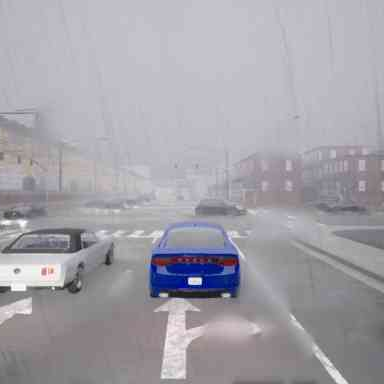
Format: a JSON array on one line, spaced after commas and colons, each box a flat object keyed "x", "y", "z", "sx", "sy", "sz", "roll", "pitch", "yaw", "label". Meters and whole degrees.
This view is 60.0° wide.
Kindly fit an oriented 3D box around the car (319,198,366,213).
[{"x": 16.524, "y": 1.564, "z": 36.010, "sx": 4.181, "sy": 1.385, "sz": 1.994, "roll": 0, "pitch": 0, "yaw": 0, "label": "car"}]

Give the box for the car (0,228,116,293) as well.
[{"x": -3.413, "y": 1.601, "z": 8.816, "sx": 1.895, "sy": 1.301, "sz": 4.718, "roll": 0, "pitch": 0, "yaw": 0, "label": "car"}]

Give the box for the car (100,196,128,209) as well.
[{"x": -10.518, "y": 1.506, "z": 45.188, "sx": 1.837, "sy": 1.490, "sz": 4.892, "roll": 0, "pitch": 0, "yaw": 0, "label": "car"}]

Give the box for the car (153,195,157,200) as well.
[{"x": -10.346, "y": 1.433, "z": 86.896, "sx": 1.812, "sy": 1.442, "sz": 4.674, "roll": 0, "pitch": 0, "yaw": 0, "label": "car"}]

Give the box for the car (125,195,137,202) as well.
[{"x": -13.866, "y": 1.524, "z": 75.775, "sx": 1.812, "sy": 1.442, "sz": 4.674, "roll": 0, "pitch": 0, "yaw": 0, "label": "car"}]

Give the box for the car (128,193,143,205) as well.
[{"x": -10.468, "y": 1.477, "z": 59.056, "sx": 1.882, "sy": 1.535, "sz": 5.008, "roll": 0, "pitch": 0, "yaw": 0, "label": "car"}]

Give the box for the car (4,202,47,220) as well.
[{"x": -14.050, "y": 1.564, "z": 28.257, "sx": 1.994, "sy": 1.385, "sz": 4.181, "roll": 0, "pitch": 0, "yaw": 0, "label": "car"}]

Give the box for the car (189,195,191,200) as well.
[{"x": 0.166, "y": 1.540, "z": 93.350, "sx": 2.033, "sy": 1.411, "sz": 5.357, "roll": 0, "pitch": 0, "yaw": 0, "label": "car"}]

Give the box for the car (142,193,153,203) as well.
[{"x": -10.373, "y": 1.225, "z": 71.305, "sx": 2.150, "sy": 2.045, "sz": 5.566, "roll": 0, "pitch": 0, "yaw": 0, "label": "car"}]

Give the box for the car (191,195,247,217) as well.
[{"x": 2.604, "y": 1.352, "z": 30.102, "sx": 4.553, "sy": 1.767, "sz": 2.097, "roll": 0, "pitch": 0, "yaw": 21, "label": "car"}]

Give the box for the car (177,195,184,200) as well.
[{"x": -3.335, "y": 1.500, "z": 93.308, "sx": 1.837, "sy": 1.490, "sz": 4.892, "roll": 0, "pitch": 0, "yaw": 0, "label": "car"}]

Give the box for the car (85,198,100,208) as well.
[{"x": -14.010, "y": 1.601, "z": 48.616, "sx": 1.895, "sy": 1.301, "sz": 4.718, "roll": 0, "pitch": 0, "yaw": 0, "label": "car"}]

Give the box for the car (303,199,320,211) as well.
[{"x": 15.782, "y": 1.491, "z": 39.514, "sx": 4.902, "sy": 1.511, "sz": 2.128, "roll": 0, "pitch": 0, "yaw": 0, "label": "car"}]

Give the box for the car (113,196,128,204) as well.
[{"x": -13.915, "y": 1.525, "z": 65.069, "sx": 1.812, "sy": 1.442, "sz": 4.674, "roll": 0, "pitch": 0, "yaw": 1, "label": "car"}]

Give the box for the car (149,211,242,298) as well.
[{"x": 0.081, "y": 1.478, "z": 8.547, "sx": 1.882, "sy": 1.535, "sz": 5.008, "roll": 0, "pitch": 0, "yaw": 1, "label": "car"}]

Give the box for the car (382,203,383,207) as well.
[{"x": 25.773, "y": 1.221, "z": 39.495, "sx": 5.566, "sy": 2.045, "sz": 2.150, "roll": 0, "pitch": 0, "yaw": 0, "label": "car"}]
